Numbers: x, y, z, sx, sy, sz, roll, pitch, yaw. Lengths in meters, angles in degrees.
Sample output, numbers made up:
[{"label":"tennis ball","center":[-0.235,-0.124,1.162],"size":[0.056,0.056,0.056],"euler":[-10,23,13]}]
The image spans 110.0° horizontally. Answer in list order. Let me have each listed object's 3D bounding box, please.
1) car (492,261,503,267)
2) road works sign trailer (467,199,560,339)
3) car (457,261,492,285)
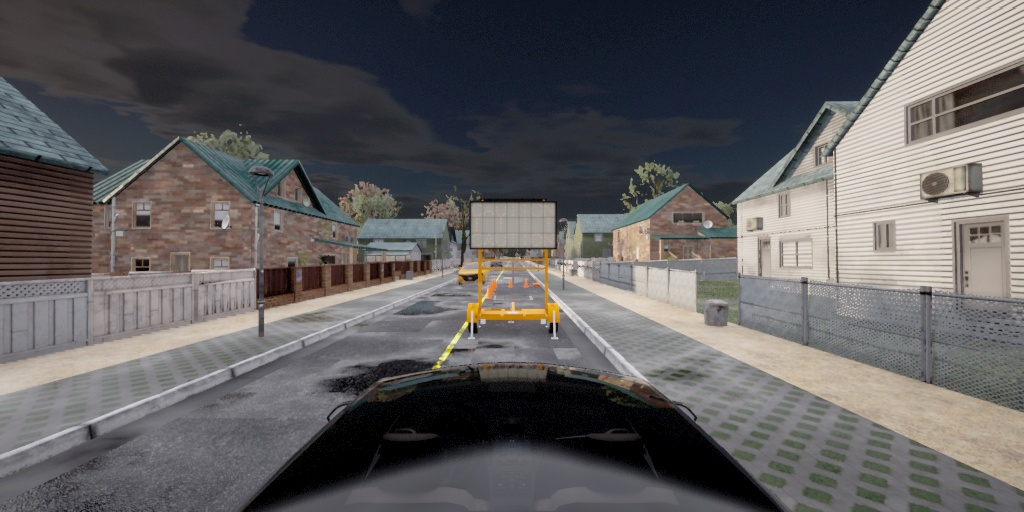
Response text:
[{"label":"car","center":[-2.554,1.275,59.069],"size":[1.812,1.442,4.674],"euler":[0,0,0]},{"label":"road works sign trailer","center":[0.032,0.217,10.018],"size":[2.380,3.560,2.880],"euler":[0,0,0]},{"label":"car","center":[-2.765,1.233,26.138],"size":[1.882,1.535,5.008],"euler":[0,0,0]}]
